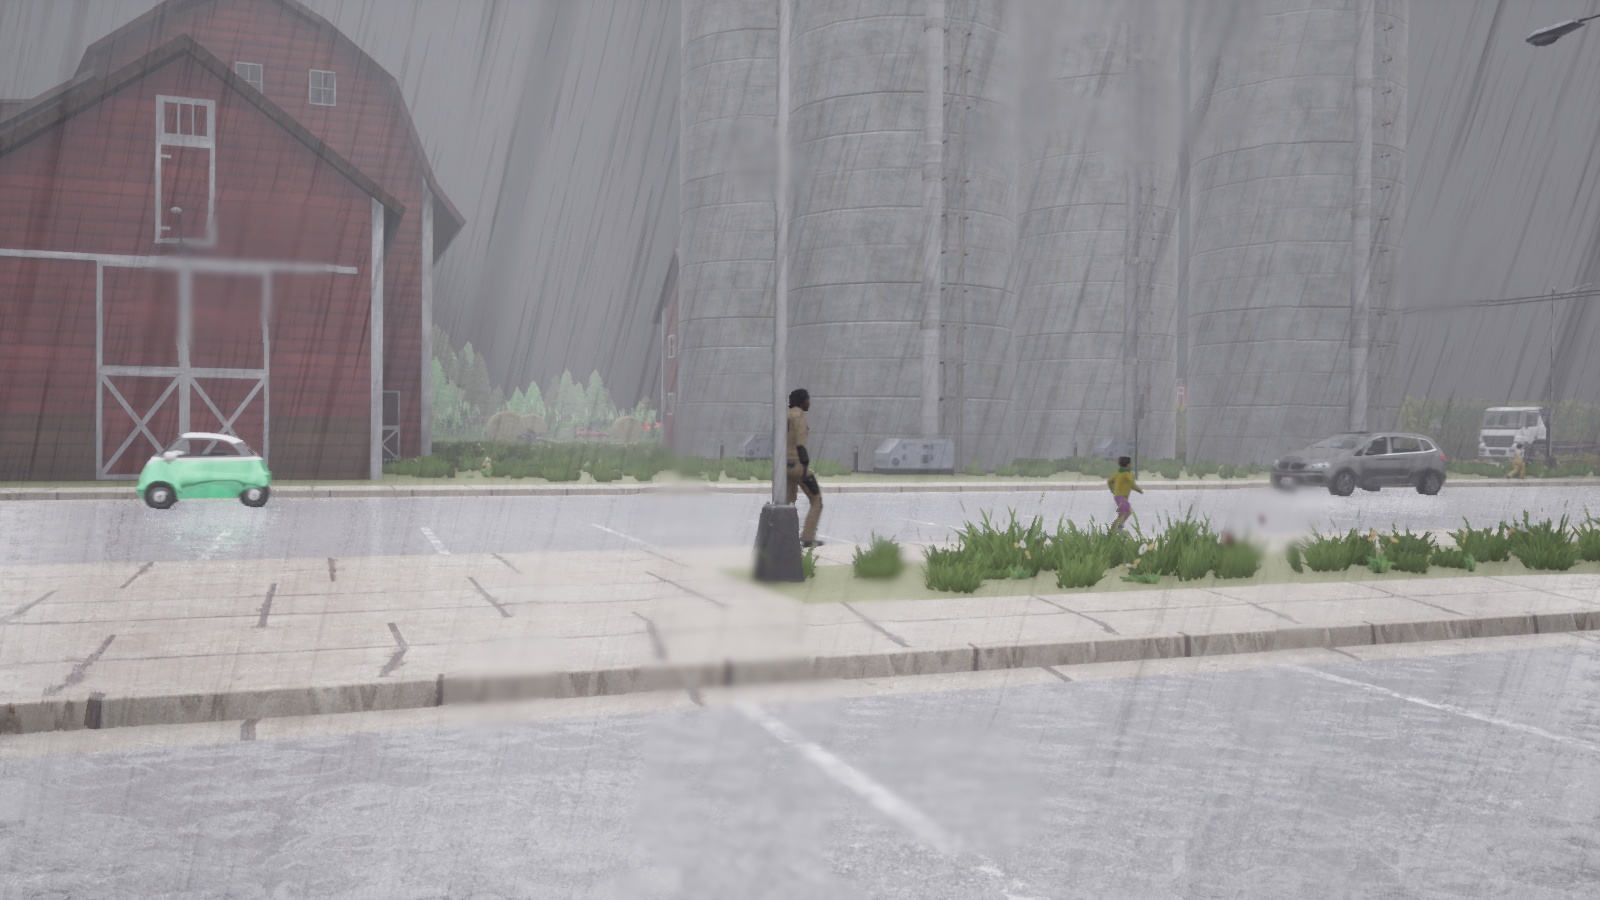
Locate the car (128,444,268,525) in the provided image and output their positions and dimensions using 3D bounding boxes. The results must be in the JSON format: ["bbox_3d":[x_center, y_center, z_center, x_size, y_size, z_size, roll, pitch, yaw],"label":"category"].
[{"bbox_3d":[-10.993,0.597,23.055,2.207,1.376,1.481,-1,1,-21],"label":"car"}]

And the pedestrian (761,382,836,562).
[{"bbox_3d":[-0.019,0.230,13.759,0.692,1.930,0.396,-1,1,-30],"label":"pedestrian"}]

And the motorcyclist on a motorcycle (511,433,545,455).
[{"bbox_3d":[-18.970,-0.412,87.487,2.191,1.530,0.866,-1,1,-21],"label":"motorcyclist on a motorcycle"}]

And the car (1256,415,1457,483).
[{"bbox_3d":[14.641,-0.054,33.079,4.611,1.667,2.242,-1,1,-21],"label":"car"}]

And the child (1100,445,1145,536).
[{"bbox_3d":[4.211,0.521,16.394,0.473,1.160,0.299,-1,1,-21],"label":"child"}]

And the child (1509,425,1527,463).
[{"bbox_3d":[23.810,-0.201,41.640,0.437,1.263,0.270,-1,1,-10],"label":"child"}]

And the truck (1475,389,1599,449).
[{"bbox_3d":[44.763,-1.894,75.398,7.936,3.462,2.891,-1,1,-20],"label":"truck"}]
